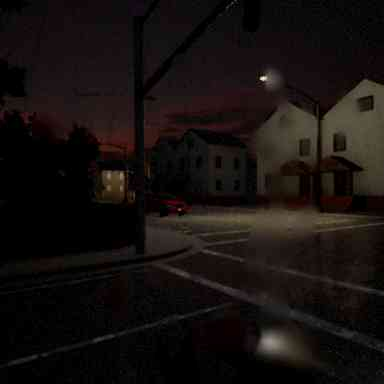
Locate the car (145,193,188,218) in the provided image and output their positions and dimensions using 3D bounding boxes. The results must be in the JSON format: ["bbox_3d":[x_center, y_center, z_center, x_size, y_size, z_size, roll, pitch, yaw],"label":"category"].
[{"bbox_3d":[-2.638,1.105,29.886,2.150,2.045,5.566,-1,0,-35],"label":"car"}]
